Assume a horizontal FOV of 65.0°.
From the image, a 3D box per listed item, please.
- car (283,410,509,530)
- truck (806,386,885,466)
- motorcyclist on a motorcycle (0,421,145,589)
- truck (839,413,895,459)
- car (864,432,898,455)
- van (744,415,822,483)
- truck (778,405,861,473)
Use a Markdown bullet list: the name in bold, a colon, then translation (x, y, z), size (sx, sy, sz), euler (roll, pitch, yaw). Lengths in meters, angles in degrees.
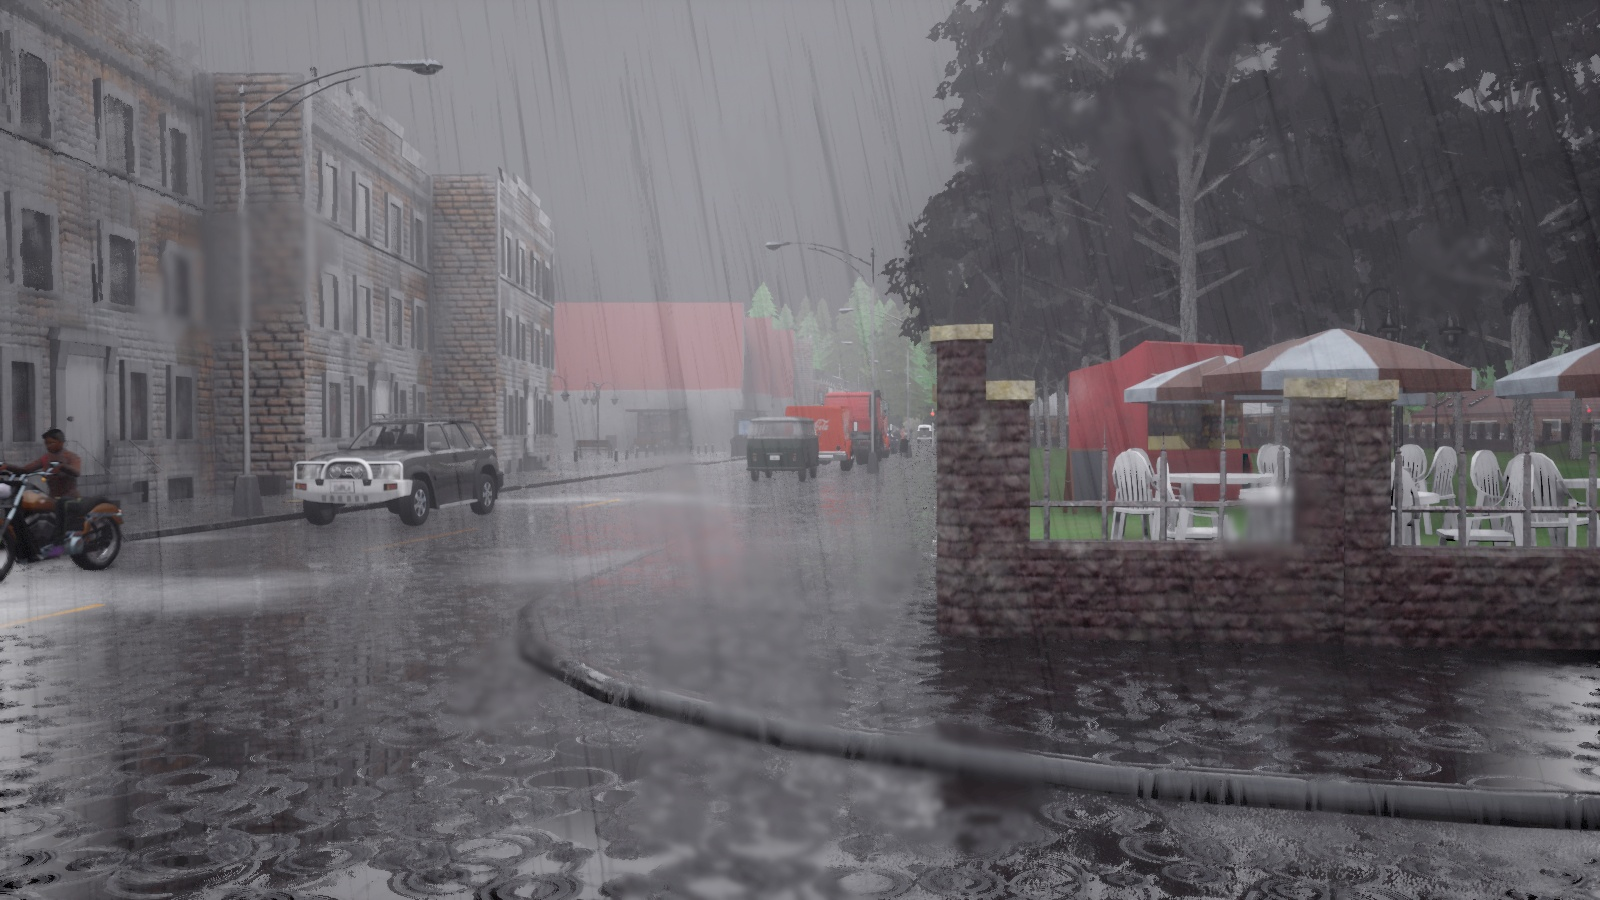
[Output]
- **car**: translation (-6.900, 0.245, 22.052), size (1.932, 1.855, 4.605), euler (0, 2, 8)
- **truck**: translation (2.263, -1.120, 58.858), size (2.891, 3.462, 7.936), euler (0, 1, 8)
- **motorcyclist on a motorcycle**: translation (-8.106, 0.521, 13.388), size (0.766, 1.649, 2.350), euler (0, 1, 8)
- **truck**: translation (3.763, -0.796, 69.571), size (2.627, 2.467, 5.204), euler (0, 1, 8)
- **car**: translation (5.194, -0.447, 79.788), size (1.812, 1.442, 4.674), euler (0, 1, 8)
- **van**: translation (-0.468, -0.073, 39.281), size (1.775, 1.987, 4.442), euler (0, 1, 8)
- **truck**: translation (0.832, -0.461, 48.557), size (2.627, 2.467, 5.204), euler (0, 1, 7)
